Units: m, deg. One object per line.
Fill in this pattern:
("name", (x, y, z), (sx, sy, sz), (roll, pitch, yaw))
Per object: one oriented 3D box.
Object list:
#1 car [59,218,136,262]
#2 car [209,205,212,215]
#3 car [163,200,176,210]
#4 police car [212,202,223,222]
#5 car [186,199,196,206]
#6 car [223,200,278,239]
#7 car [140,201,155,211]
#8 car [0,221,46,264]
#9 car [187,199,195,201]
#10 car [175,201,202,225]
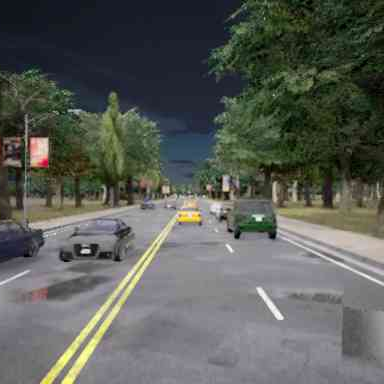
("car", (-3.359, 1.705, 12.521), (1.994, 1.385, 4.181), (0, -1, 0))
("car", (3.165, 1.976, 40.793), (1.812, 1.442, 4.674), (0, -1, 0))
("car", (-3.473, 2.064, 52.858), (2.128, 1.511, 4.902), (0, -1, 0))
("police car", (3.203, 1.838, 29.789), (2.038, 1.542, 4.974), (0, -1, 0))
("car", (-0.293, 2.327, 75.815), (2.128, 1.511, 4.902), (0, -1, 0))
("car", (3.231, 1.433, 18.817), (2.150, 2.045, 5.566), (0, -1, 0))
("car", (-6.720, 2.099, 50.808), (2.033, 1.411, 5.357), (0, -1, 0))
("car", (-6.605, 1.668, 10.680), (2.033, 1.411, 5.357), (0, -1, 0))
("car", (-0.114, 2.140, 61.732), (1.882, 1.535, 5.008), (0, -1, 0))
("car", (-0.131, 1.757, 26.958), (1.801, 1.575, 5.366), (0, -1, 0))
